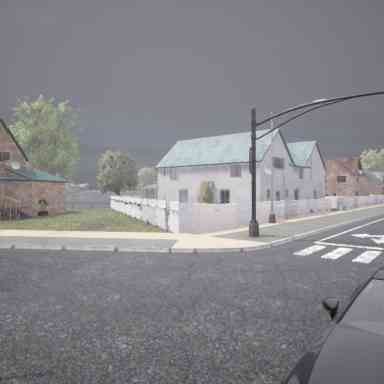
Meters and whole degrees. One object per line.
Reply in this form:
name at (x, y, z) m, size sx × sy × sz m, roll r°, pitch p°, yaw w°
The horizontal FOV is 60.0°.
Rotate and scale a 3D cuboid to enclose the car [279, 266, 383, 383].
car at (2.504, 1.524, 3.356) m, size 1.812 × 1.442 × 4.674 m, roll 0°, pitch 0°, yaw 41°
